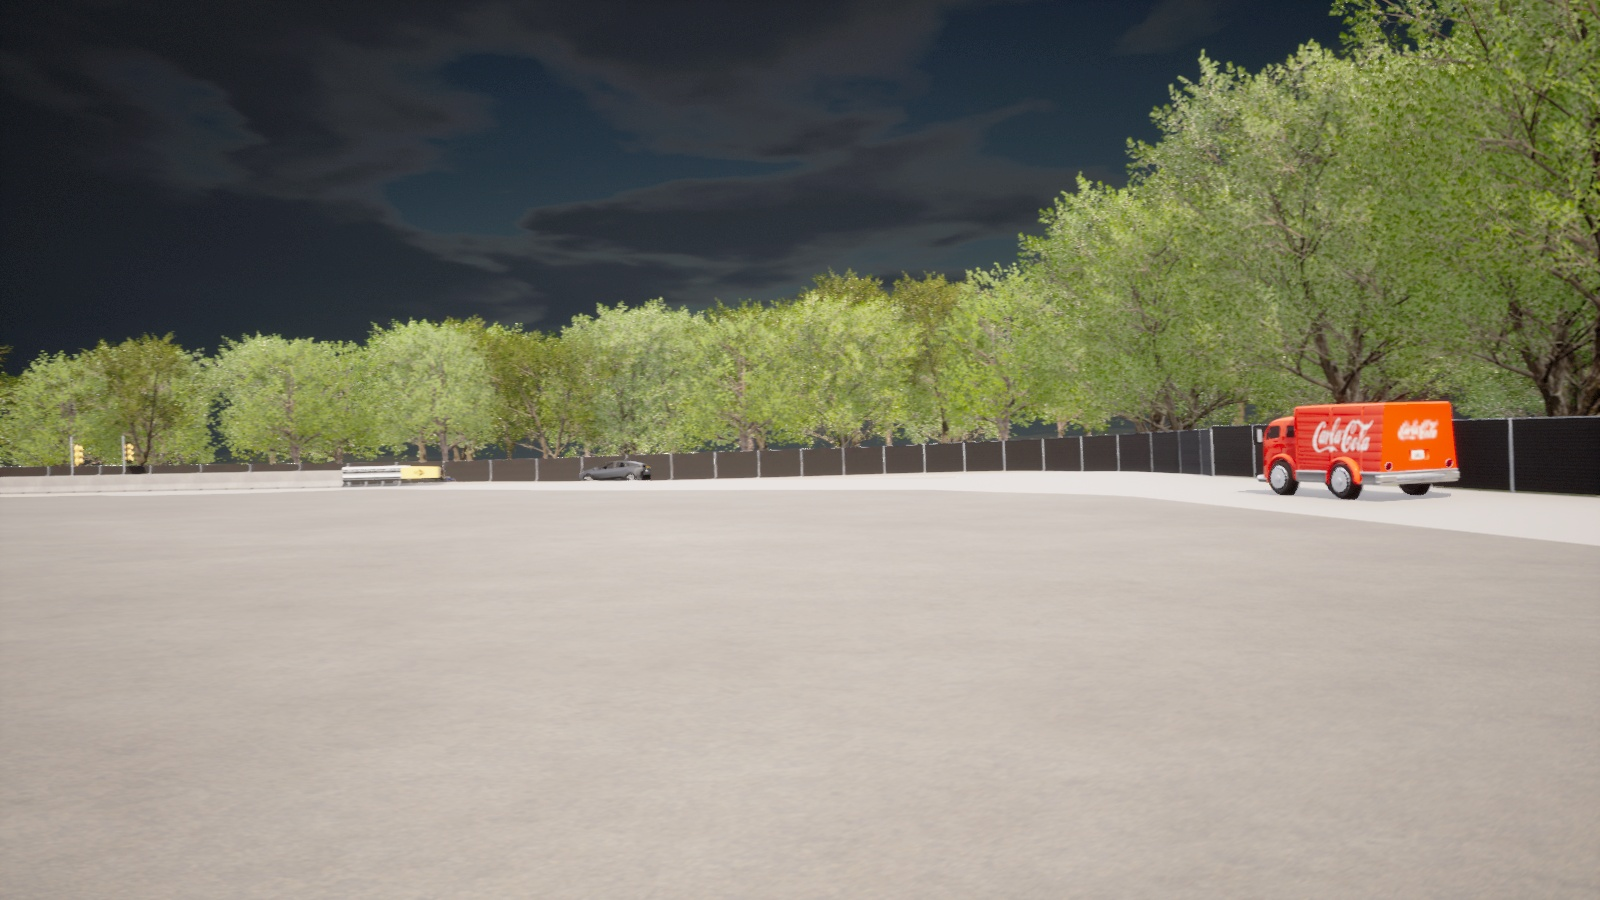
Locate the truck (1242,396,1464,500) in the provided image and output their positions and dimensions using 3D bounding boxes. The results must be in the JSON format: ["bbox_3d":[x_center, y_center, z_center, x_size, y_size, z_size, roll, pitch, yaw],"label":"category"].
[{"bbox_3d":[14.619,-0.063,33.626,2.627,2.467,5.204,-3,1,-16],"label":"truck"}]

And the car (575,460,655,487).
[{"bbox_3d":[-11.577,1.453,78.610,4.514,1.525,2.007,-2,-1,15],"label":"car"}]
